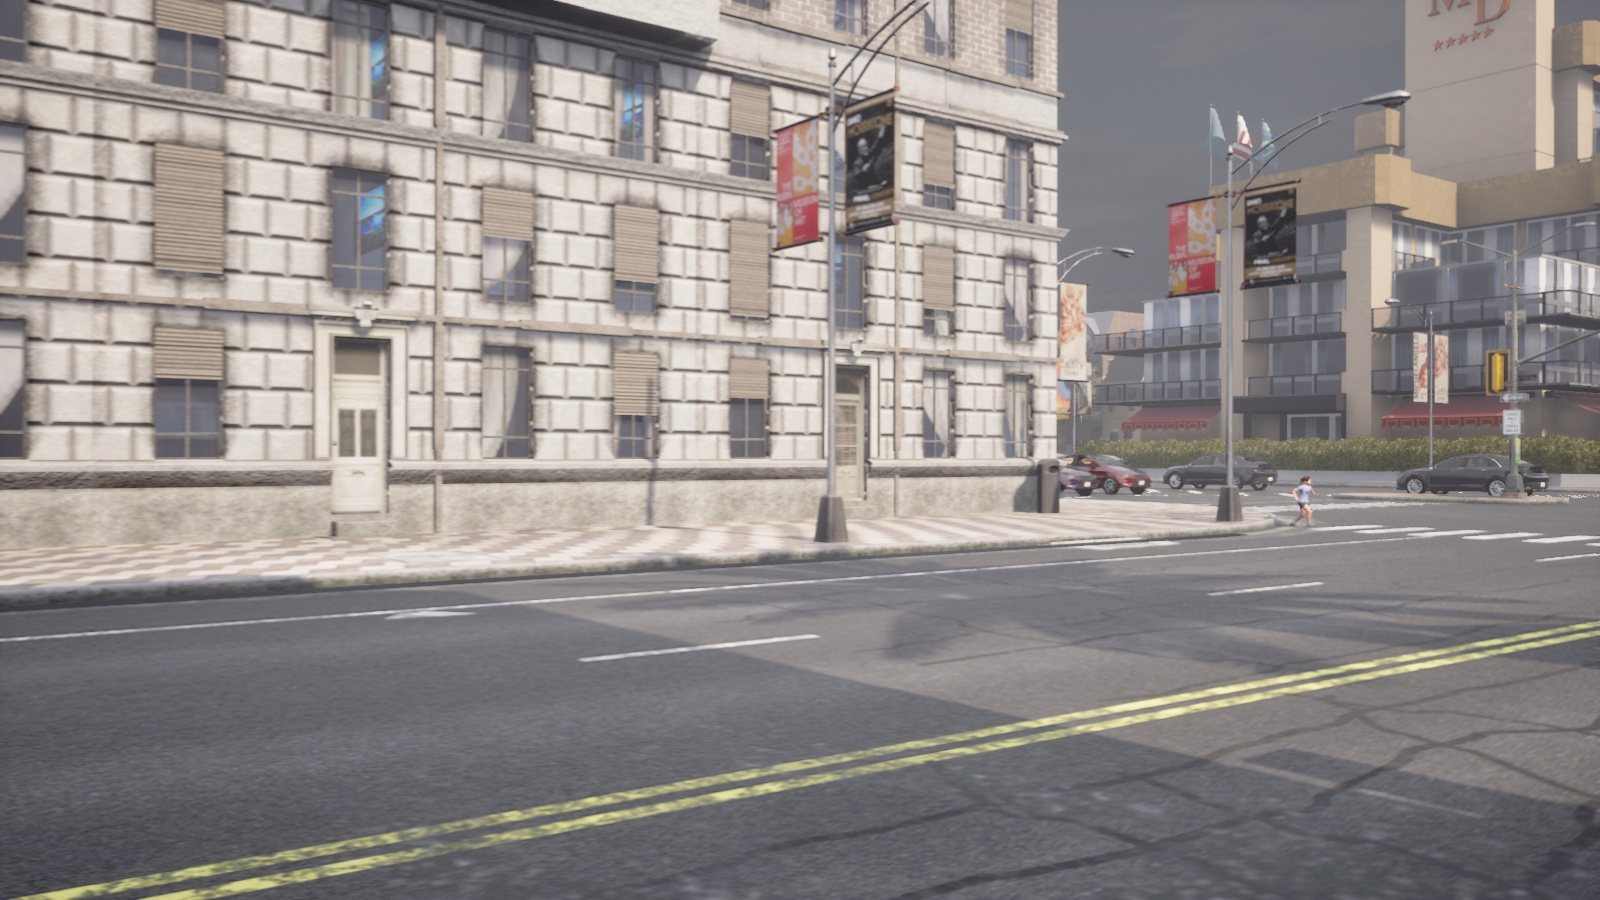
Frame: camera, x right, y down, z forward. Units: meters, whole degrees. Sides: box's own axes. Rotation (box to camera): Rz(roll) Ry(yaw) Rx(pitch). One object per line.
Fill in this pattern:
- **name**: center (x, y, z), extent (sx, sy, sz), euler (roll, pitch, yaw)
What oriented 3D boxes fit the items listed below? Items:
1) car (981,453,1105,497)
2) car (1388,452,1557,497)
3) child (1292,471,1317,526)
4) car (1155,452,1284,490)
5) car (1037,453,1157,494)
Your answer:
- **car**: center (8.549, 0.854, 44.551), extent (1.816, 1.474, 4.193), euler (0, 0, -36)
- **car**: center (23.354, 0.811, 43.814), extent (1.837, 1.490, 4.892), euler (0, 0, -35)
- **child**: center (10.178, 0.974, 25.355), extent (0.255, 1.110, 0.394), euler (0, 0, -44)
- **car**: center (17.315, 0.846, 52.042), extent (1.837, 1.490, 4.892), euler (0, 0, -36)
- **car**: center (11.079, 0.855, 47.020), extent (1.816, 1.474, 4.193), euler (0, 0, -36)
